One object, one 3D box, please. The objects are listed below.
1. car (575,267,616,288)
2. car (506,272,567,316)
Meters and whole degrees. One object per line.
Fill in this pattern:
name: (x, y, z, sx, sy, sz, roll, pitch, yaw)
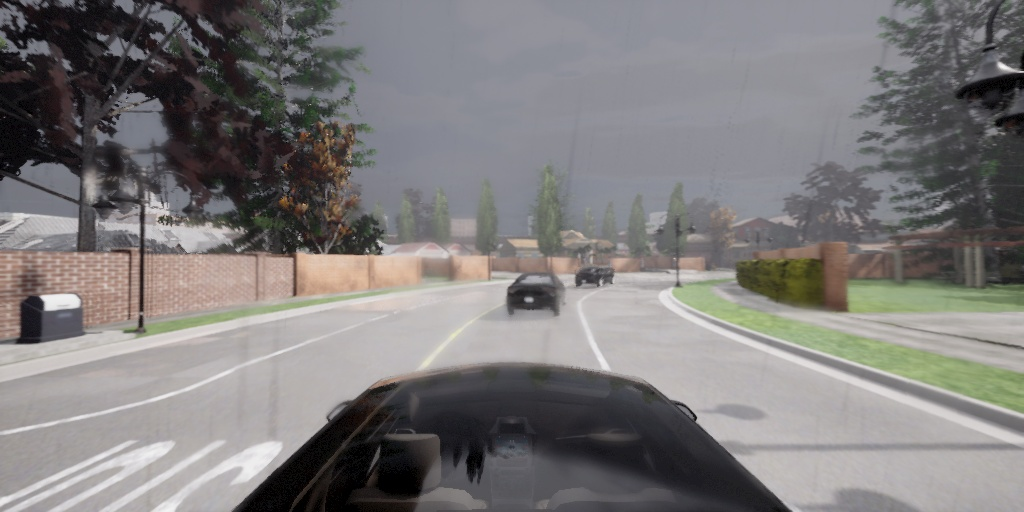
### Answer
car: (6.366, 1.534, 27.162, 1.837, 1.490, 4.892, -2, -1, 34)
car: (1.119, 1.392, 14.397, 1.882, 1.535, 5.008, -1, -2, 13)
